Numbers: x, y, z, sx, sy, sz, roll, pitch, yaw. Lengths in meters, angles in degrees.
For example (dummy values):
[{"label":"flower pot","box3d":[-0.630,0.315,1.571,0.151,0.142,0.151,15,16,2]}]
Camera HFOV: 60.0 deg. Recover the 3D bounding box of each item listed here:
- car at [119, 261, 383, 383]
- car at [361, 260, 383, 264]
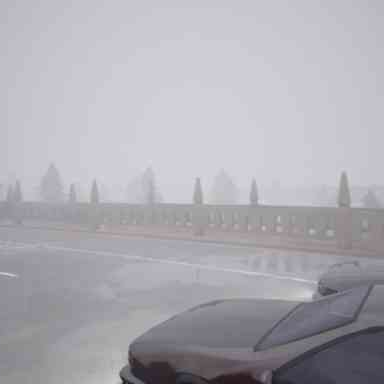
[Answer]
[{"label":"car","box3d":[1.888,1.532,2.529,5.357,1.411,2.033,0,0,35]},{"label":"car","box3d":[4.685,1.514,4.863,5.357,1.411,2.033,0,0,35]}]
